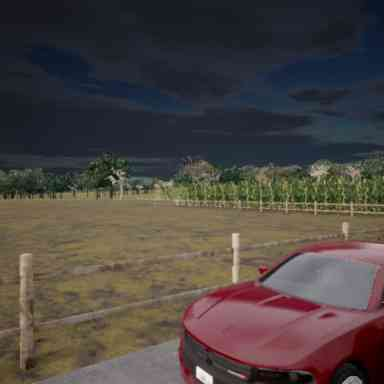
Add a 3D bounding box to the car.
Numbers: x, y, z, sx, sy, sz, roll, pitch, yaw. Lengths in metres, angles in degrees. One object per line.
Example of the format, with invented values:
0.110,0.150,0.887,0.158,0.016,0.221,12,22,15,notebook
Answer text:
2.154,1.475,4.590,5.008,1.535,1.882,0,0,-35,car
